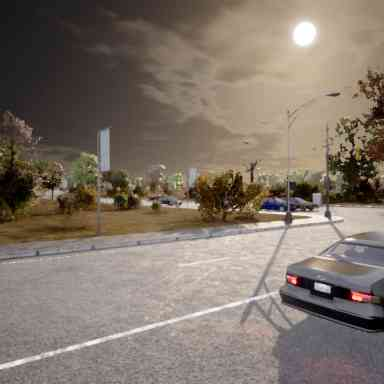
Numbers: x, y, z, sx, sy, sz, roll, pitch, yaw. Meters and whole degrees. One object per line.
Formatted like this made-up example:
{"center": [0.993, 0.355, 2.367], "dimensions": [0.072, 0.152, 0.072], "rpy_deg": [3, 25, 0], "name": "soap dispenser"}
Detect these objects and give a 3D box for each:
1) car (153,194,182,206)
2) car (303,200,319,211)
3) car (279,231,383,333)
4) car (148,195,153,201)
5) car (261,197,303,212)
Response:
{"center": [-3.428, 1.340, 51.032], "dimensions": [2.128, 1.511, 4.902], "rpy_deg": [-1, 0, -39], "name": "car"}
{"center": [11.656, 1.364, 37.947], "dimensions": [2.033, 1.411, 5.357], "rpy_deg": [-1, 0, -39], "name": "car"}
{"center": [4.064, 1.529, 6.673], "dimensions": [5.357, 1.411, 2.033], "rpy_deg": [0, 0, -36], "name": "car"}
{"center": [-7.825, 1.261, 73.344], "dimensions": [1.882, 1.535, 5.008], "rpy_deg": [-1, 0, -38], "name": "car"}
{"center": [8.876, 1.319, 35.813], "dimensions": [1.882, 1.535, 5.008], "rpy_deg": [-1, 0, -40], "name": "car"}
